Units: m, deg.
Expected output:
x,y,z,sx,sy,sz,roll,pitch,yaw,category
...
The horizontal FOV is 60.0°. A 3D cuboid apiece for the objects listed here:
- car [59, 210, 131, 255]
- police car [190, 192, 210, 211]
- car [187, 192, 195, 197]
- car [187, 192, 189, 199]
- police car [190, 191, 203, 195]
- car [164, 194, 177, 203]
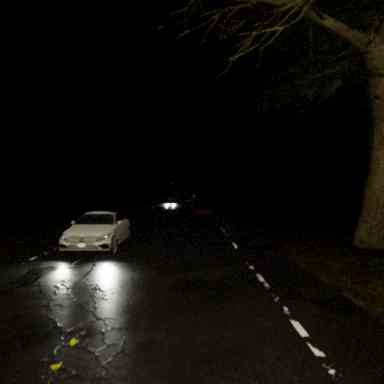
x,y,z,sx,sy,sz,roll,pitch,yaw,category
-3.597,1.464,13.139,1.812,1.442,4.674,0,0,0,car
1.057,1.197,38.016,1.930,1.638,5.238,0,0,0,police car
-0.373,0.628,89.019,2.033,1.411,5.357,0,1,-1,car
-0.176,0.798,72.031,2.128,1.511,4.902,0,1,-1,car
1.033,1.106,48.021,1.930,1.638,5.238,0,1,0,police car
-3.611,1.088,56.208,2.128,1.511,4.902,0,1,0,car
